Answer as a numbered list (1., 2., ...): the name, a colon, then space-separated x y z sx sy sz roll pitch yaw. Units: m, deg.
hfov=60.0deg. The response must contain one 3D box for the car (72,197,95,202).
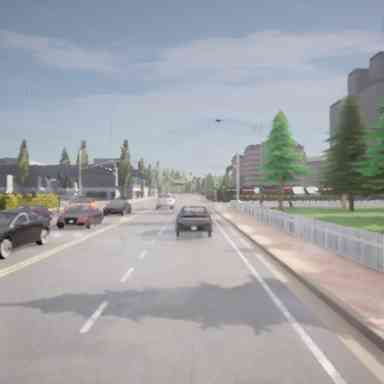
1. car: -10.576 1.337 31.859 2.097 1.767 4.553 0 0 0

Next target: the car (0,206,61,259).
1. car: -7.097 1.485 12.606 2.128 1.511 4.902 0 0 0

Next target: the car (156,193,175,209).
1. car: -3.470 1.198 44.045 2.150 2.045 5.566 0 0 1

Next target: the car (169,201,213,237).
1. car: 0.098 1.482 18.079 2.128 1.511 4.902 0 0 0

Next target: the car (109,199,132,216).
1. car: -7.075 1.462 32.098 1.882 1.535 5.008 0 0 0

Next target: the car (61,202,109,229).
1. car: -7.091 1.553 21.527 1.994 1.385 4.181 0 0 1
